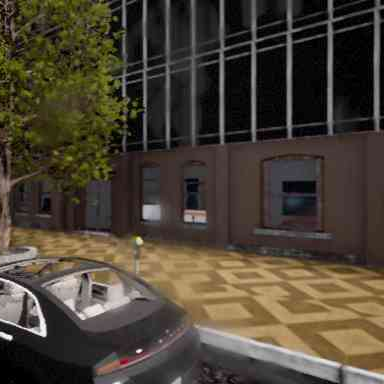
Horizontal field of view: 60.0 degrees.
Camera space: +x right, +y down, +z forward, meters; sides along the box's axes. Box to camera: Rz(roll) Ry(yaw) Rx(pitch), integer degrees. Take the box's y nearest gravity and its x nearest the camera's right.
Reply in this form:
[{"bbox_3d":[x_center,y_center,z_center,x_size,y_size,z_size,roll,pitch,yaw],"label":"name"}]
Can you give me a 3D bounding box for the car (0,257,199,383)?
[{"bbox_3d":[-1.996,1.522,4.195,4.403,1.369,2.008,0,0,34],"label":"car"}]
